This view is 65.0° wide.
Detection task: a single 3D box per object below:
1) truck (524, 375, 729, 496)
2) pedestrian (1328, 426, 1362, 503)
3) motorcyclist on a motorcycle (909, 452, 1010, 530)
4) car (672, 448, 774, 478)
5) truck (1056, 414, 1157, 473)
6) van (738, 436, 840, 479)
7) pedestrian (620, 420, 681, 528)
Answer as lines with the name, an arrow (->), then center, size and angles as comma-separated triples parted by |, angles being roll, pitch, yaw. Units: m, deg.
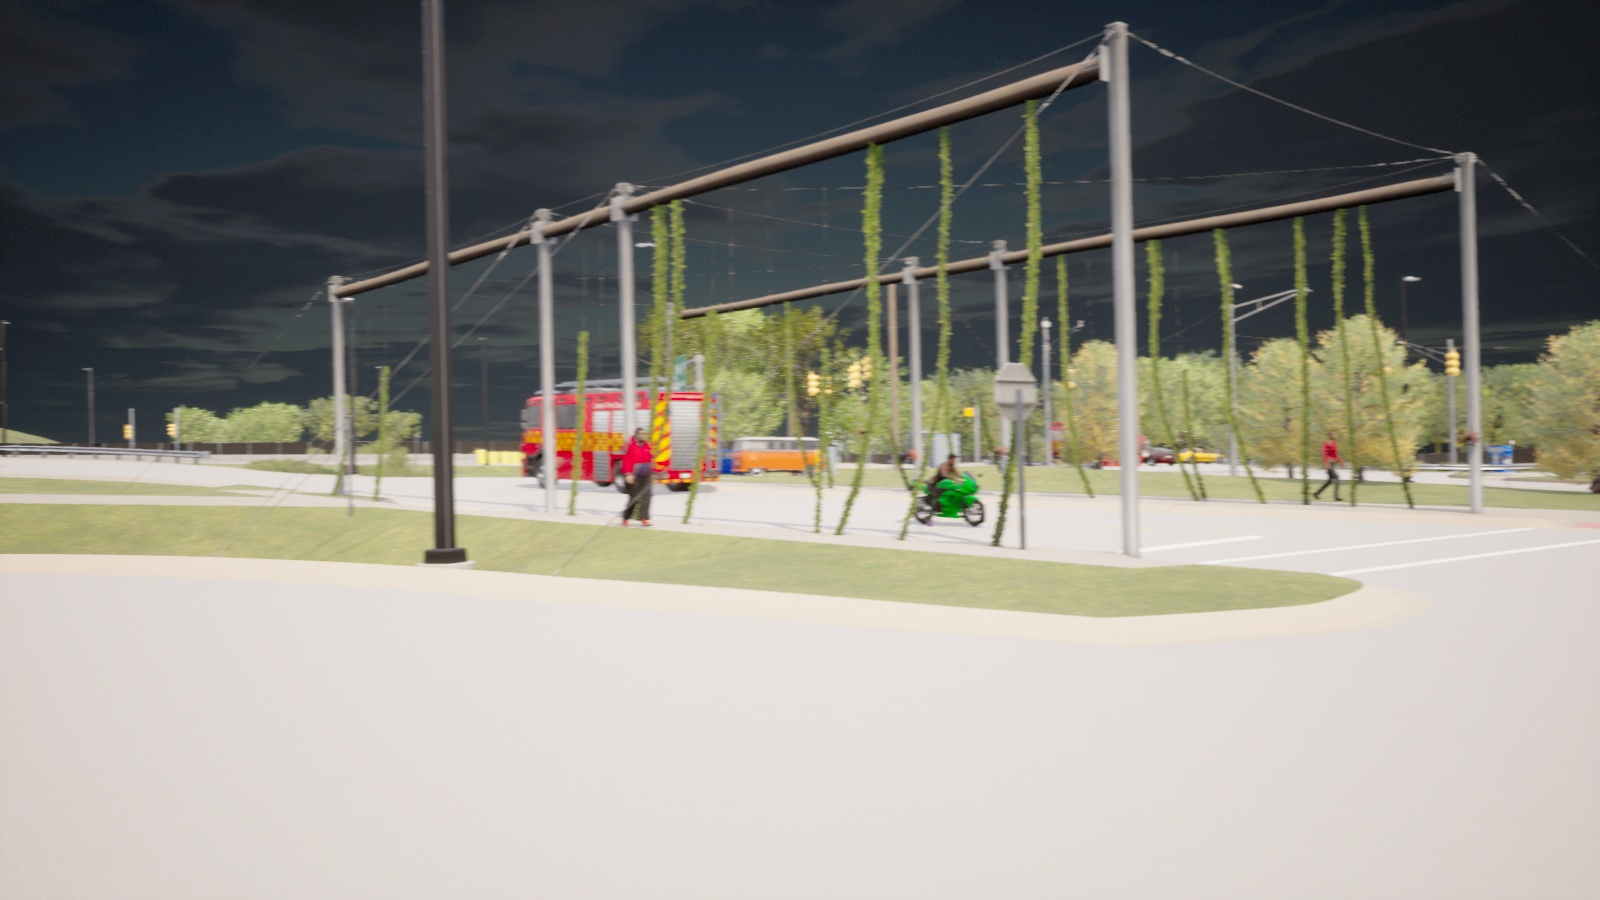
truck -> -6.268, -0.511, 43.975 | 2.891, 3.827, 8.468 | -1, 1, -41
pedestrian -> 13.215, 0.347, 30.456 | 0.331, 1.846, 0.636 | -1, -1, -42
motorcyclist on a motorcycle -> 3.271, 0.821, 25.914 | 0.797, 1.523, 2.044 | -1, 1, -42
car -> -4.002, 0.692, 65.202 | 5.008, 1.535, 1.882 | 1, -1, -17
truck -> 20.976, -0.479, 86.555 | 2.891, 3.827, 8.468 | 0, 1, -16
van -> -0.512, 0.373, 58.943 | 4.442, 1.987, 1.775 | 1, -1, -18
pedestrian -> -2.623, 0.415, 22.002 | 0.634, 1.844, 0.899 | -1, -1, -40
